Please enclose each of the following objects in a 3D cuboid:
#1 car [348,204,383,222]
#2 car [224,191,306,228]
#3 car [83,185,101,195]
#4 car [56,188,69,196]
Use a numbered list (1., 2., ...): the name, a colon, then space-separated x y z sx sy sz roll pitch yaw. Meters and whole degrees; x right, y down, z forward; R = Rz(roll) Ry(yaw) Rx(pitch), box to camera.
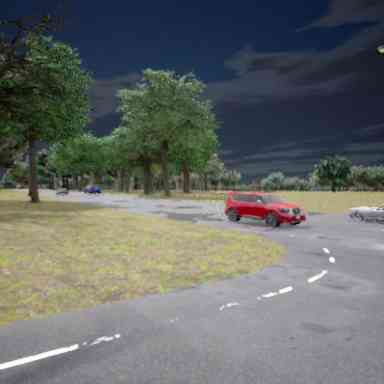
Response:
1. car: 12.690 1.369 21.458 1.895 1.301 4.718 -1 2 -35
2. car: 4.405 1.001 21.026 2.150 2.045 5.566 -1 2 -35
3. car: -20.487 -0.496 68.196 2.150 2.045 5.566 -1 2 -35
4. car: -25.152 -0.058 64.400 2.033 1.411 5.357 -1 2 -29
